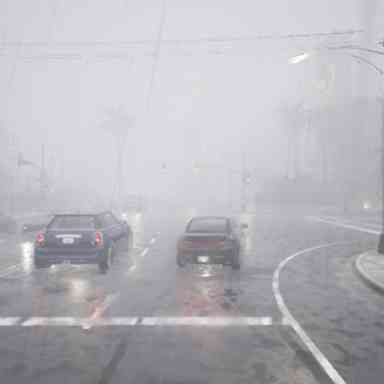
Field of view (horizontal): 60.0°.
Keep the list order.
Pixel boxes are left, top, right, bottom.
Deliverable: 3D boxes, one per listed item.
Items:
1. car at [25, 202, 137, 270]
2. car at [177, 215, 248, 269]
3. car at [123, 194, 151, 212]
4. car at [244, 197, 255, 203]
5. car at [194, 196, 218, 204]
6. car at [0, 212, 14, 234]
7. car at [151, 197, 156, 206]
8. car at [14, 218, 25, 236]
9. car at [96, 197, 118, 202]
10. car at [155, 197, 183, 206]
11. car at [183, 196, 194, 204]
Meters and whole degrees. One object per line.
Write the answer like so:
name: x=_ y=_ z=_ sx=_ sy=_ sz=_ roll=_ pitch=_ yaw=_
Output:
car: x=-3.406 y=1.371 z=11.279 sx=2.097 sy=1.767 sz=4.553 roll=0 pitch=0 yaw=0
car: x=0.785 y=1.527 z=11.274 sx=1.837 sy=1.490 sz=4.892 roll=-1 pitch=0 yaw=11
car: x=-6.877 y=1.292 z=40.330 sx=2.150 sy=2.045 sz=5.566 roll=0 pitch=0 yaw=3
car: x=13.033 y=1.681 z=71.986 sx=4.181 sy=1.385 sz=1.994 roll=0 pitch=0 yaw=-37
car: x=3.345 y=1.622 z=67.704 sx=2.128 sy=1.511 sz=4.902 roll=0 pitch=0 yaw=40
car: x=-10.600 y=1.593 z=16.540 sx=1.994 sy=1.385 sz=4.181 roll=0 pitch=0 yaw=0
car: x=-6.722 y=1.627 z=57.638 sx=1.812 sy=1.442 sz=4.674 roll=0 pitch=0 yaw=23
car: x=-7.105 y=1.579 z=18.033 sx=2.033 sy=1.411 sz=5.357 roll=0 pitch=0 yaw=0
car: x=-10.316 y=1.423 z=39.862 sx=2.097 sy=1.767 sz=4.553 roll=0 pitch=0 yaw=4
car: x=-3.802 y=1.699 z=55.657 sx=1.895 sy=1.301 sz=4.718 roll=0 pitch=0 yaw=22
car: x=-0.602 y=1.627 z=68.364 sx=2.128 sy=1.511 sz=4.902 roll=0 pitch=0 yaw=36
